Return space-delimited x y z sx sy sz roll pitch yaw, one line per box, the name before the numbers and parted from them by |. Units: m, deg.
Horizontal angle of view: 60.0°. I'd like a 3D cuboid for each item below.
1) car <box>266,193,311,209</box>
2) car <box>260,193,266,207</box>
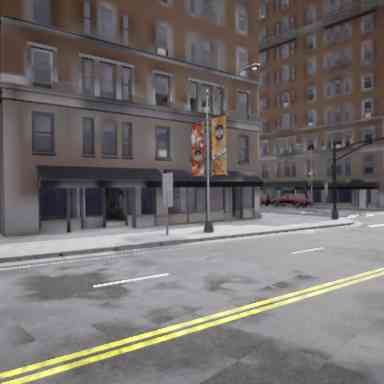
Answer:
car | 12.365 1.081 41.723 2.192 1.841 5.009 0 1 -44
car | 8.534 1.039 45.680 2.192 1.841 5.009 0 1 -44
